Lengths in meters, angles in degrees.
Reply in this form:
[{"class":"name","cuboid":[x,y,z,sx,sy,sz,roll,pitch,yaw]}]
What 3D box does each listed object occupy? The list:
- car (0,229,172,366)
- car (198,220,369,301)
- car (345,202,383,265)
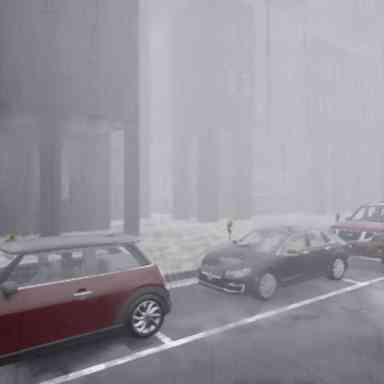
[{"class":"car","cuboid":[-2.411,1.439,4.927,4.097,1.590,1.967,0,0,-36]},{"class":"car","cuboid":[2.155,1.539,8.187,4.403,1.369,2.008,0,0,-36]},{"class":"car","cuboid":[6.720,1.294,11.445,5.009,1.841,2.192,0,0,-36]}]
